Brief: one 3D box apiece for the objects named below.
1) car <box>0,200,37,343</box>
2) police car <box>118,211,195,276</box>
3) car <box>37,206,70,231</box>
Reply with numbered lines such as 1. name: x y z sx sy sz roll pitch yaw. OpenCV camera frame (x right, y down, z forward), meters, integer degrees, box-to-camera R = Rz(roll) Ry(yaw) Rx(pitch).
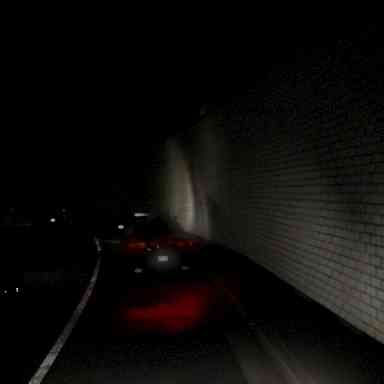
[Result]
1. car: -3.683 1.223 3.175 2.150 2.045 5.566 0 0 -5
2. police car: -1.301 1.425 10.654 1.930 1.638 5.238 0 0 -13
3. car: -8.837 1.565 20.567 1.994 1.385 4.181 0 0 -28
